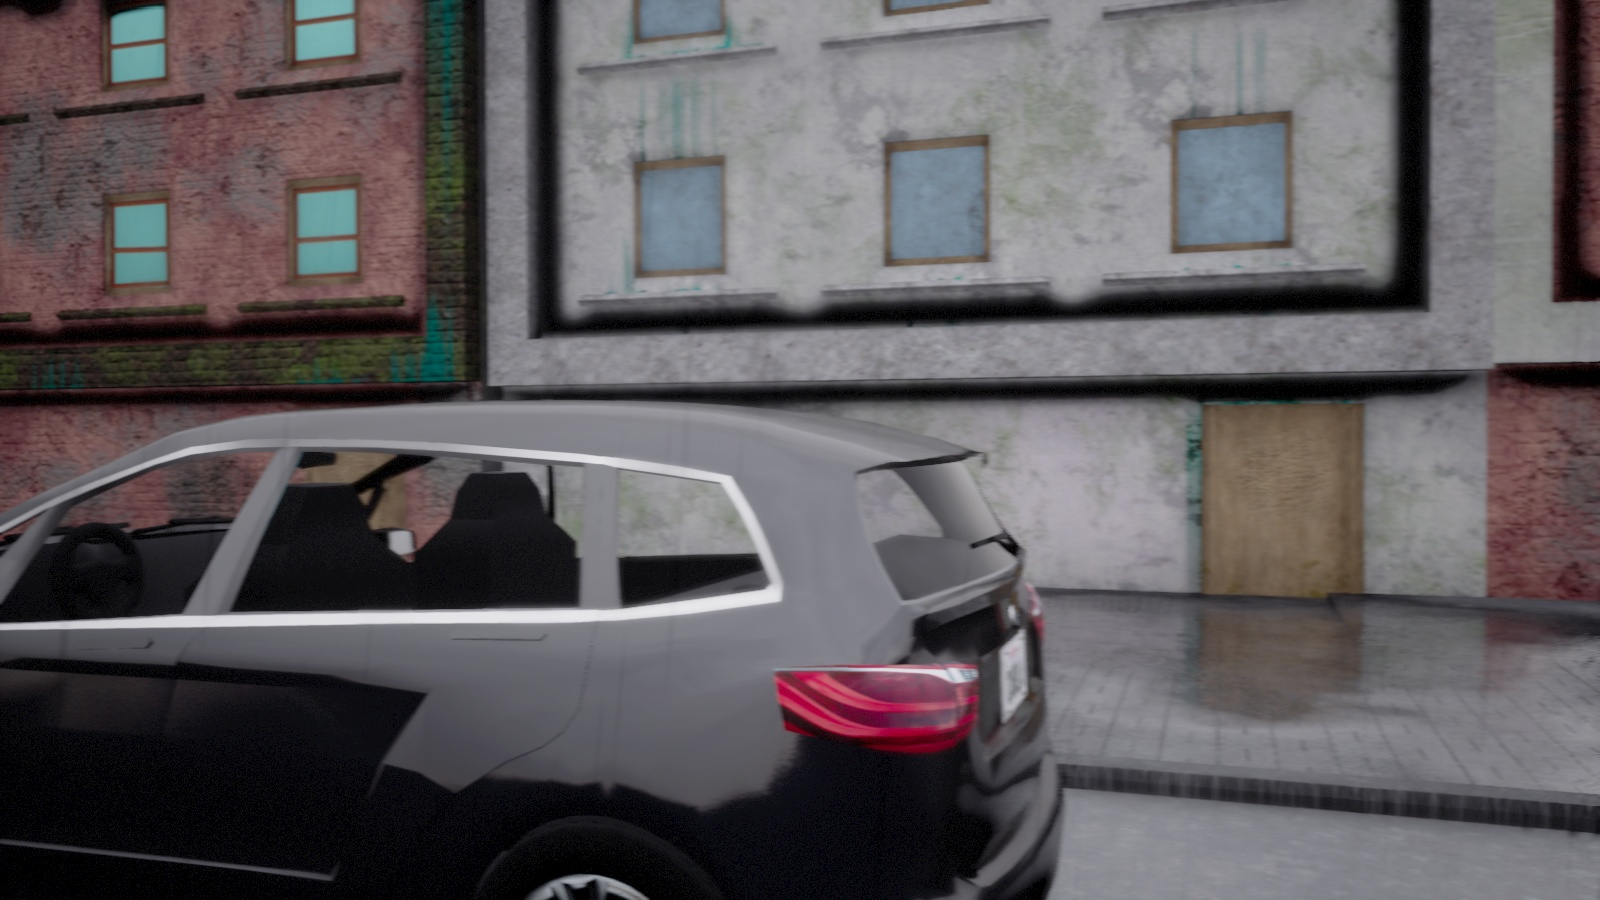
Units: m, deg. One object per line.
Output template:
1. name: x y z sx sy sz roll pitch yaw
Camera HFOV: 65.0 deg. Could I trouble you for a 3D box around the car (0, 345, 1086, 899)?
1. car: -1.513 0.597 4.225 4.611 1.667 2.242 0 1 19
